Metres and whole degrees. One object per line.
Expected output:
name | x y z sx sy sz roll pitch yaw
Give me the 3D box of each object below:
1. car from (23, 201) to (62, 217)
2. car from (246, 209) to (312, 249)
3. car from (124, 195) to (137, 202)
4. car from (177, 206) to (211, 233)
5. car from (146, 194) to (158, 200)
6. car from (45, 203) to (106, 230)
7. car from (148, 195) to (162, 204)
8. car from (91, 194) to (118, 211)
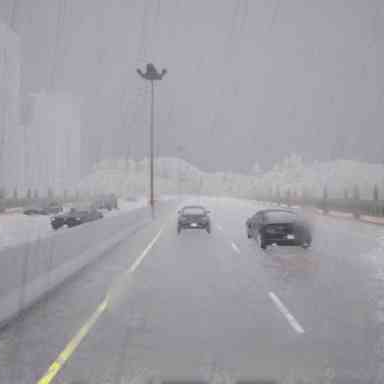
car | -14.094 1.549 31.949 2.033 1.411 5.357 0 0 0
car | 3.601 1.479 14.567 1.882 1.535 5.008 0 0 0
car | -13.532 1.352 73.736 2.097 1.767 4.553 0 0 2
car | 0.101 1.527 19.542 1.812 1.442 4.674 0 0 0
car | -9.788 1.161 82.112 2.033 1.411 5.357 0 0 2
car | -7.098 1.602 20.847 1.895 1.301 4.718 0 0 0
car | -6.878 1.357 61.943 2.097 1.767 4.553 0 0 2
car | -10.584 1.225 40.638 2.150 2.045 5.566 0 0 0
